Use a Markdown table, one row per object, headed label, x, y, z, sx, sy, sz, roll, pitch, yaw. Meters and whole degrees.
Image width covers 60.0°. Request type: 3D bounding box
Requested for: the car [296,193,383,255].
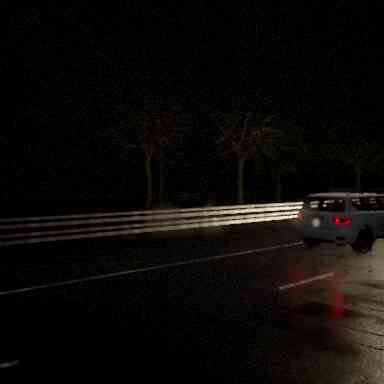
| label | x | y | z | sx | sy | sz | roll | pitch | yaw |
| --- | --- | --- | --- | --- | --- | --- | --- | --- | --- |
| car | 6.341 | 1.026 | 12.658 | 5.566 | 2.045 | 2.150 | -1 | 1 | -35 |
